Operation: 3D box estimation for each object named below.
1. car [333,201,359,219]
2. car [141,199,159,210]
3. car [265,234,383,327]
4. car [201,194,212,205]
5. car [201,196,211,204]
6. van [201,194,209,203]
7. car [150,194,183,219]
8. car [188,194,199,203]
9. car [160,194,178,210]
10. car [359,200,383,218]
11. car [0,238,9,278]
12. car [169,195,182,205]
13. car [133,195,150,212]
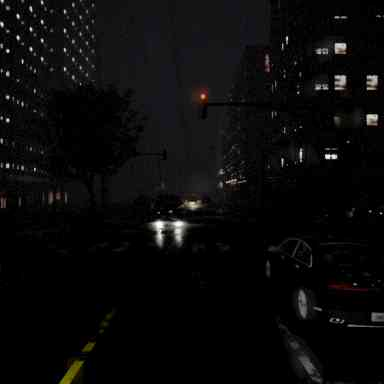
[{"bbox_3d":[13.466,1.350,26.318,4.403,1.369,2.008,-1,1,0],"label":"car"},{"bbox_3d":[-5.623,1.592,44.853,1.947,1.339,4.313,0,0,0],"label":"car"},{"bbox_3d":[2.700,1.551,6.929,2.008,1.369,4.403,0,0,0],"label":"car"},{"bbox_3d":[2.783,1.610,61.408,1.947,1.339,4.313,0,0,0],"label":"car"},{"bbox_3d":[2.792,1.577,67.101,1.752,1.417,4.829,0,0,0],"label":"car"},{"bbox_3d":[2.799,1.401,72.455,1.690,1.788,3.998,0,0,0],"label":"van"},{"bbox_3d":[-2.240,1.232,29.518,2.150,2.045,5.566,0,0,-11],"label":"car"},{"bbox_3d":[0.104,1.580,69.058,1.812,1.442,4.674,0,0,0],"label":"car"},{"bbox_3d":[-3.030,1.248,45.469,2.150,2.045,5.566,0,0,0],"label":"car"},{"bbox_3d":[15.472,0.993,23.758,5.566,2.045,2.150,-1,0,0],"label":"car"},{"bbox_3d":[-5.680,1.545,6.942,1.887,1.381,4.507,0,0,0],"label":"car"},{"bbox_3d":[-2.971,1.396,61.671,2.097,1.767,4.553,0,0,0],"label":"car"},{"bbox_3d":[-5.632,1.336,39.330,2.192,1.841,5.009,0,0,0],"label":"car"}]
